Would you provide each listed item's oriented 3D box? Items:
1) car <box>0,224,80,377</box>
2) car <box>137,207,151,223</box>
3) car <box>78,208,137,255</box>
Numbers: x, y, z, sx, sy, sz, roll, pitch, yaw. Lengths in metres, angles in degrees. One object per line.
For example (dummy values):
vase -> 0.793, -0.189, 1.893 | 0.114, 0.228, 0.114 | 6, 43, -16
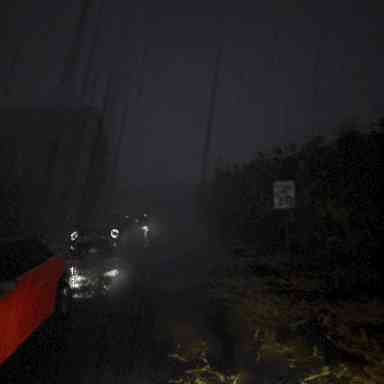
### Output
car -> -3.345, 1.556, 4.642 | 2.097, 1.767, 4.553 | -3, 0, -3
car -> -4.683, 2.049, 29.411 | 1.895, 1.301, 4.718 | -3, 0, -3
car -> -3.937, 1.692, 14.948 | 2.097, 1.767, 4.553 | -3, -1, -3
